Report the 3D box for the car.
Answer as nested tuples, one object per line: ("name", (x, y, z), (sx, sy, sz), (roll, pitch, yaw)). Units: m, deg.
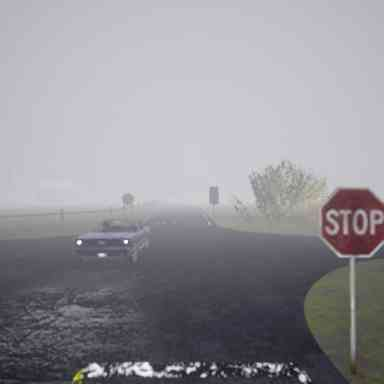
("car", (-2.767, 1.683, 12.432), (1.895, 1.301, 4.718), (-1, -1, 0))
